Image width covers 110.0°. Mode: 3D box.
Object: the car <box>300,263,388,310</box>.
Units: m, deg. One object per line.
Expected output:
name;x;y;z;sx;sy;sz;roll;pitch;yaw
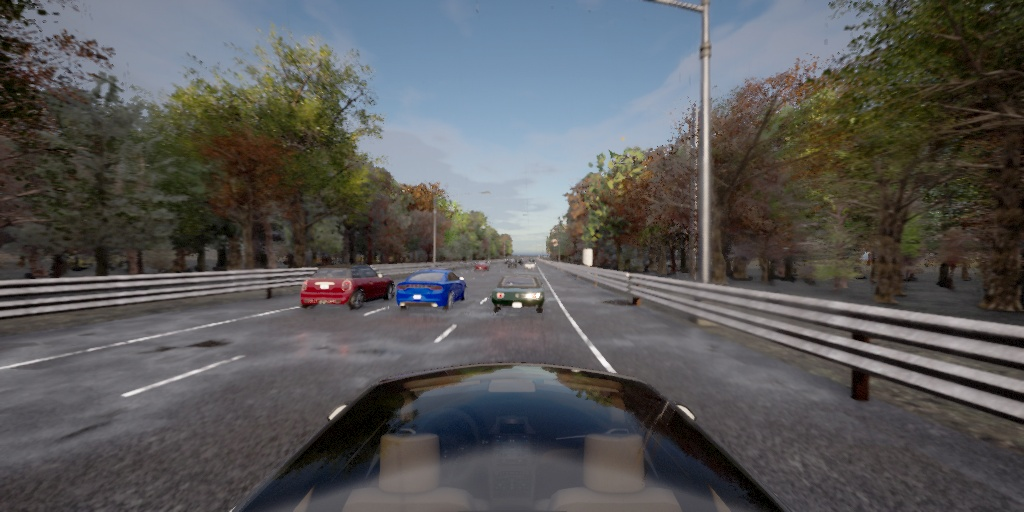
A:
car;-6.670;1.148;15.115;2.097;1.767;4.553;0;0;3

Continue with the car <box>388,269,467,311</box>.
car;-3.172;1.300;15.020;1.882;1.535;5.008;0;0;3

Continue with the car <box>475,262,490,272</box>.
car;-4.410;1.593;54.206;1.812;1.442;4.674;0;0;3

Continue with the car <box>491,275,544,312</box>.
car;0.323;1.447;14.803;1.895;1.301;4.718;0;0;3
